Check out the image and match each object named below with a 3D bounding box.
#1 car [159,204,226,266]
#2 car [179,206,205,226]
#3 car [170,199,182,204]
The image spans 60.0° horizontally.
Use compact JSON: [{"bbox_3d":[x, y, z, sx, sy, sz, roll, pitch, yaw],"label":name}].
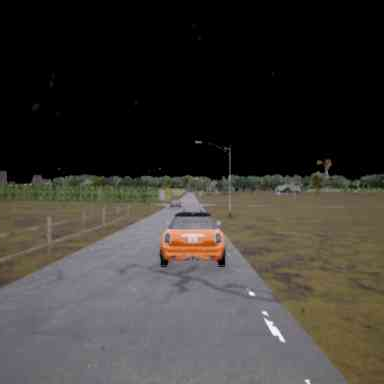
[{"bbox_3d":[0.045,1.485,12.219,2.097,1.767,4.553,0,-1,1],"label":"car"},{"bbox_3d":[0.041,1.883,26.681,1.895,1.301,4.718,0,-1,1],"label":"car"},{"bbox_3d":[-2.782,2.002,57.044,1.837,1.490,4.892,0,-1,1],"label":"car"}]
